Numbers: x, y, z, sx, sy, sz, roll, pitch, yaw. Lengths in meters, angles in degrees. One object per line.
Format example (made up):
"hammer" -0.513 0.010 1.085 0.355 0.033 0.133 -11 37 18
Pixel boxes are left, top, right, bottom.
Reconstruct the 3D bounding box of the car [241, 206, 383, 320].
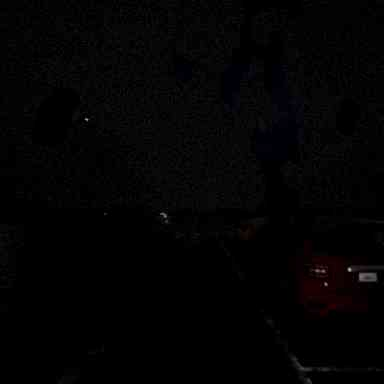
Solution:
"car" 2.637 1.380 7.368 2.192 1.841 5.009 0 0 0

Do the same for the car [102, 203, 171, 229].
"car" -3.771 1.570 23.088 4.553 1.767 2.097 -1 0 0

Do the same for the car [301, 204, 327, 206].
"car" 9.303 1.663 25.965 5.357 1.411 2.033 0 0 0

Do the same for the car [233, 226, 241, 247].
"car" 2.637 1.639 13.082 1.752 1.417 4.829 0 0 0
